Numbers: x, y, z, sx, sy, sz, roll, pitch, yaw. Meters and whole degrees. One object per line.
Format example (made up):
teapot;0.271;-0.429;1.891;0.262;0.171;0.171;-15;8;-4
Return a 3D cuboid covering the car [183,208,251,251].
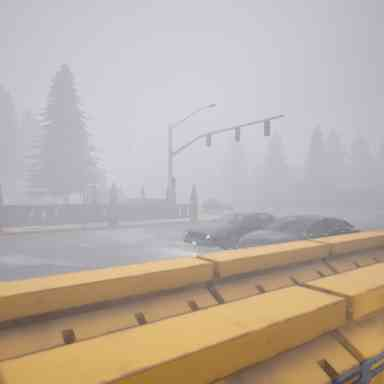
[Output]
car;2.247;1.547;14.203;5.357;1.411;2.033;0;0;-36

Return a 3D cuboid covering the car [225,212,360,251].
car;3.612;1.507;10.877;4.892;1.490;1.837;1;0;-36

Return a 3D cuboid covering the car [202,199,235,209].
car;3.052;1.526;39.655;1.812;1.442;4.674;0;0;-35
